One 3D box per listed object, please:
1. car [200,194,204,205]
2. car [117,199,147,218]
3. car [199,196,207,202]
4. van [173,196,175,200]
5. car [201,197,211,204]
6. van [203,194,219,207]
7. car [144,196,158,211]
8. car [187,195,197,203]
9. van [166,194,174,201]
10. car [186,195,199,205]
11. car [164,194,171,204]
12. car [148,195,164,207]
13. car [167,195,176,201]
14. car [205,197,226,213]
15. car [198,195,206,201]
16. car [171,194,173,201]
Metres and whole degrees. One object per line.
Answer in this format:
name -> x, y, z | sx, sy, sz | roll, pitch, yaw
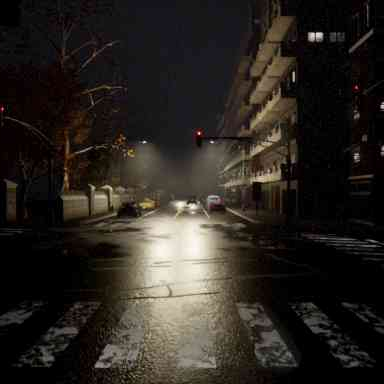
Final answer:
car -> 2.692, 1.480, 53.347 | 1.967, 1.590, 4.097 | 0, 0, 0
car -> -5.688, 1.580, 30.825 | 1.947, 1.339, 4.313 | 0, 0, 0
car -> 2.690, 1.635, 81.497 | 1.887, 1.381, 4.507 | 0, 0, 0
van -> -5.690, 1.432, 81.498 | 1.690, 1.788, 3.998 | 0, 0, 0
car -> 2.691, 1.602, 64.607 | 1.887, 1.381, 4.507 | 0, 0, 0
van -> 2.693, 1.366, 42.087 | 1.690, 1.788, 3.998 | 0, 0, 0
car -> -5.688, 1.550, 41.917 | 1.752, 1.417, 4.829 | 0, 0, 0
car -> 0.000, 1.444, 69.961 | 1.837, 1.490, 4.892 | 0, 0, 0
van -> -5.690, 1.445, 87.127 | 1.690, 1.788, 3.998 | 0, 0, 0
car -> -0.001, 1.597, 59.542 | 2.033, 1.411, 5.357 | 0, 0, 0
car -> -5.689, 1.498, 64.608 | 1.967, 1.590, 4.097 | 0, 0, 0
car -> -5.688, 1.347, 47.717 | 2.192, 1.841, 5.009 | 0, 0, 0
car -> -5.690, 1.669, 92.757 | 2.008, 1.369, 4.403 | 0, 0, 0
car -> 2.692, 1.564, 36.456 | 1.887, 1.381, 4.507 | 0, 0, 0
car -> 2.690, 1.544, 87.127 | 1.967, 1.590, 4.097 | 0, 0, 0
car -> -5.689, 1.508, 70.237 | 1.967, 1.590, 4.097 | 0, 0, 0
